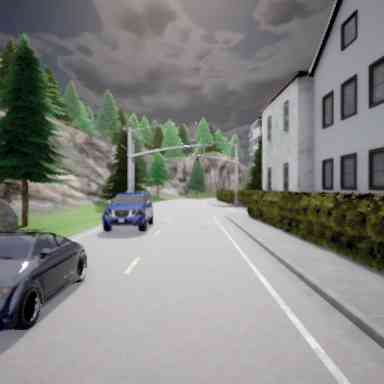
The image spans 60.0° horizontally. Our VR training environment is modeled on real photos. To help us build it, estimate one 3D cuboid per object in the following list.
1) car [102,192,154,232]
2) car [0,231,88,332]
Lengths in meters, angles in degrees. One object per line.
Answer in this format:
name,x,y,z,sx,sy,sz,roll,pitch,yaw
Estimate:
car,-3.499,1.038,19.230,2.150,2.045,5.566,0,0,0
car,-3.585,1.505,6.641,1.994,1.385,4.181,0,0,0
